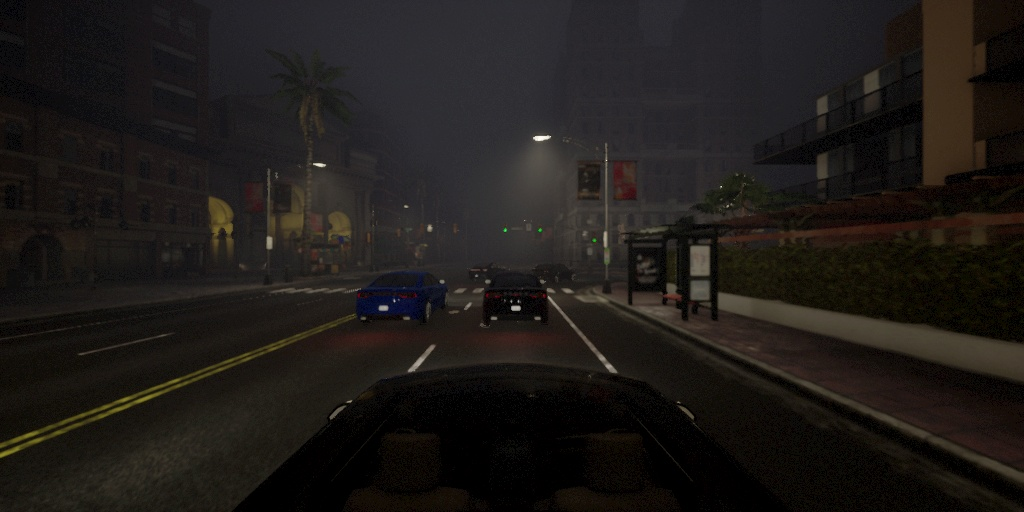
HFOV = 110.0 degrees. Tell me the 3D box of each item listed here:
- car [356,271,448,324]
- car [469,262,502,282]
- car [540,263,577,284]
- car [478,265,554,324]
[{"bbox_3d":[-3.396,1.225,11.954,1.882,1.535,5.008,0,0,0],"label":"car"},{"bbox_3d":[-1.593,1.234,28.255,2.128,1.511,4.902,0,0,23],"label":"car"},{"bbox_3d":[3.185,1.248,26.798,1.837,1.490,4.892,-2,-1,34],"label":"car"},{"bbox_3d":[0.104,1.225,11.935,1.882,1.535,5.008,0,0,0],"label":"car"}]
